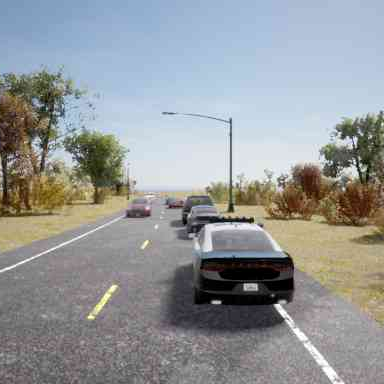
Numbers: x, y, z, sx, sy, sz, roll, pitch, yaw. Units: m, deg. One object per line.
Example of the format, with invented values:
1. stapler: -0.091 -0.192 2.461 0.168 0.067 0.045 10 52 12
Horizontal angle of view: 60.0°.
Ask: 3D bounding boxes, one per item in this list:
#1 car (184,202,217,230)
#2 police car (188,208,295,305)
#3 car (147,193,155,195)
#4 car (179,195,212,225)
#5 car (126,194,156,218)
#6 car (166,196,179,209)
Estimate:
1. car: 0.651 1.500 18.215 1.837 1.490 4.892 0 0 -2
2. police car: 0.953 1.424 8.275 1.930 1.638 5.238 0 0 -1
3. car: -8.854 1.175 70.799 2.150 2.045 5.566 0 0 -8
4. car: 0.367 1.212 24.273 2.150 2.045 5.566 0 0 -3
5. car: -4.659 1.341 29.993 2.097 1.767 4.553 0 0 -4
6. car: -2.205 1.543 45.527 1.994 1.385 4.181 0 0 -5
